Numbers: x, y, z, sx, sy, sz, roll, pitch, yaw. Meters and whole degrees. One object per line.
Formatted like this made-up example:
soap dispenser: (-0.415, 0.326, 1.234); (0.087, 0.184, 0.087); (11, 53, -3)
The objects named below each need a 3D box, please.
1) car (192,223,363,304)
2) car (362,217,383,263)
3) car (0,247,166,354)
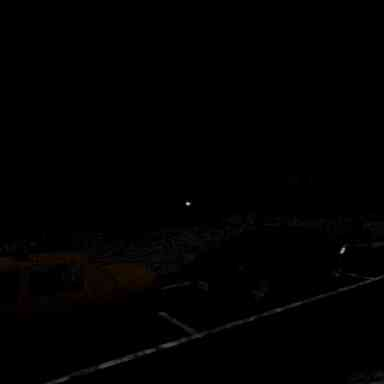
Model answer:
car: (2.014, 1.532, 8.086); (4.313, 1.339, 1.947); (0, 0, -35)
car: (6.603, 1.519, 11.360); (4.206, 1.307, 1.802); (0, 0, -35)
car: (-2.713, 1.523, 4.714); (4.829, 1.417, 1.752); (0, 0, -35)
